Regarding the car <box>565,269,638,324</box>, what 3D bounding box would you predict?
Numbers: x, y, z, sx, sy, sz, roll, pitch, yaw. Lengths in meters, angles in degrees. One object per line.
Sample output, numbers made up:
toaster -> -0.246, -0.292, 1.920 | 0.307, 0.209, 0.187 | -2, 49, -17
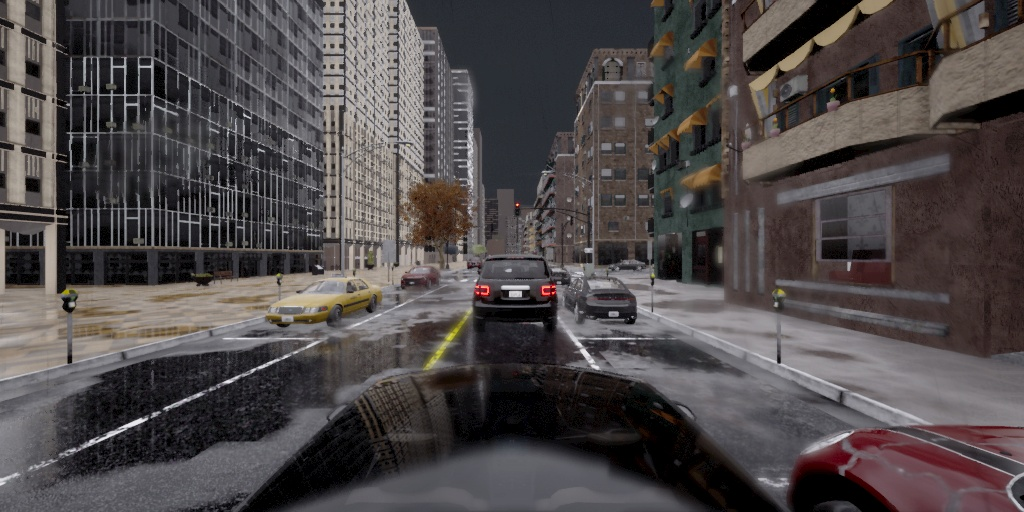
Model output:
car -> 2.692, 1.301, 11.664 | 2.007, 1.370, 4.403 | 0, 0, 0

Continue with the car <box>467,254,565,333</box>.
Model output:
car -> 0.093, 0.972, 10.942 | 2.150, 2.045, 5.566 | 0, 0, 0

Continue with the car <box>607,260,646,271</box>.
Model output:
car -> 13.447, 1.109, 42.143 | 4.403, 1.370, 2.007 | 0, 0, -1

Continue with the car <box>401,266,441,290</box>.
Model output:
car -> -5.685, 1.299, 22.733 | 1.888, 1.381, 4.507 | 0, 0, 0

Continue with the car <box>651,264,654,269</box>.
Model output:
car -> 18.844, 1.006, 42.196 | 4.829, 1.417, 1.751 | 0, 0, -1

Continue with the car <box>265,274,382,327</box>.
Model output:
car -> -5.689, 1.276, 11.498 | 1.751, 1.417, 4.829 | 0, 0, 0

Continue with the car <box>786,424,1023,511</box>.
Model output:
car -> 2.688, 1.190, 0.600 | 1.967, 1.591, 4.097 | 0, 0, 0
